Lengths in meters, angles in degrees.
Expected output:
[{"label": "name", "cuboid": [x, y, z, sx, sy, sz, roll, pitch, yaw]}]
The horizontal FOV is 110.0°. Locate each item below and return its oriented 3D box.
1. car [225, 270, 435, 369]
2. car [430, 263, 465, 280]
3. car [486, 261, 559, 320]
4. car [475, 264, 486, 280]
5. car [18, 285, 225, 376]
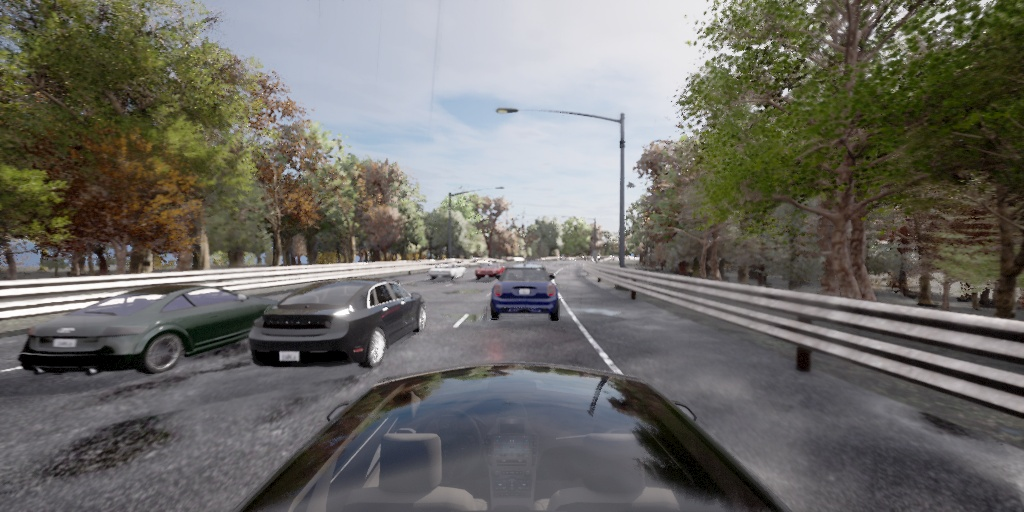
[{"label": "car", "cuboid": [-3.242, 1.232, 7.743, 1.837, 1.490, 4.892, 0, 0, 2]}, {"label": "car", "cuboid": [-5.202, 1.248, 29.450, 1.895, 1.301, 4.718, 0, 0, 6]}, {"label": "car", "cuboid": [0.466, 1.071, 12.706, 2.097, 1.767, 4.553, 0, 0, 3]}, {"label": "car", "cuboid": [-1.665, 1.262, 29.598, 1.895, 1.301, 4.718, 0, 0, 7]}, {"label": "car", "cuboid": [-6.742, 1.287, 7.459, 1.994, 1.385, 4.181, 0, 0, 2]}]
